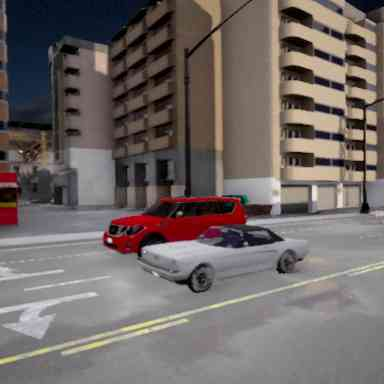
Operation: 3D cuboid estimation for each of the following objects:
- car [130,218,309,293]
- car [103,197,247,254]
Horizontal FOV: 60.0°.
[{"bbox_3d":[0.977,1.589,8.975,4.718,1.301,1.895,0,0,-35],"label":"car"},{"bbox_3d":[-0.382,1.209,12.304,5.566,2.045,2.150,0,0,-35],"label":"car"}]
